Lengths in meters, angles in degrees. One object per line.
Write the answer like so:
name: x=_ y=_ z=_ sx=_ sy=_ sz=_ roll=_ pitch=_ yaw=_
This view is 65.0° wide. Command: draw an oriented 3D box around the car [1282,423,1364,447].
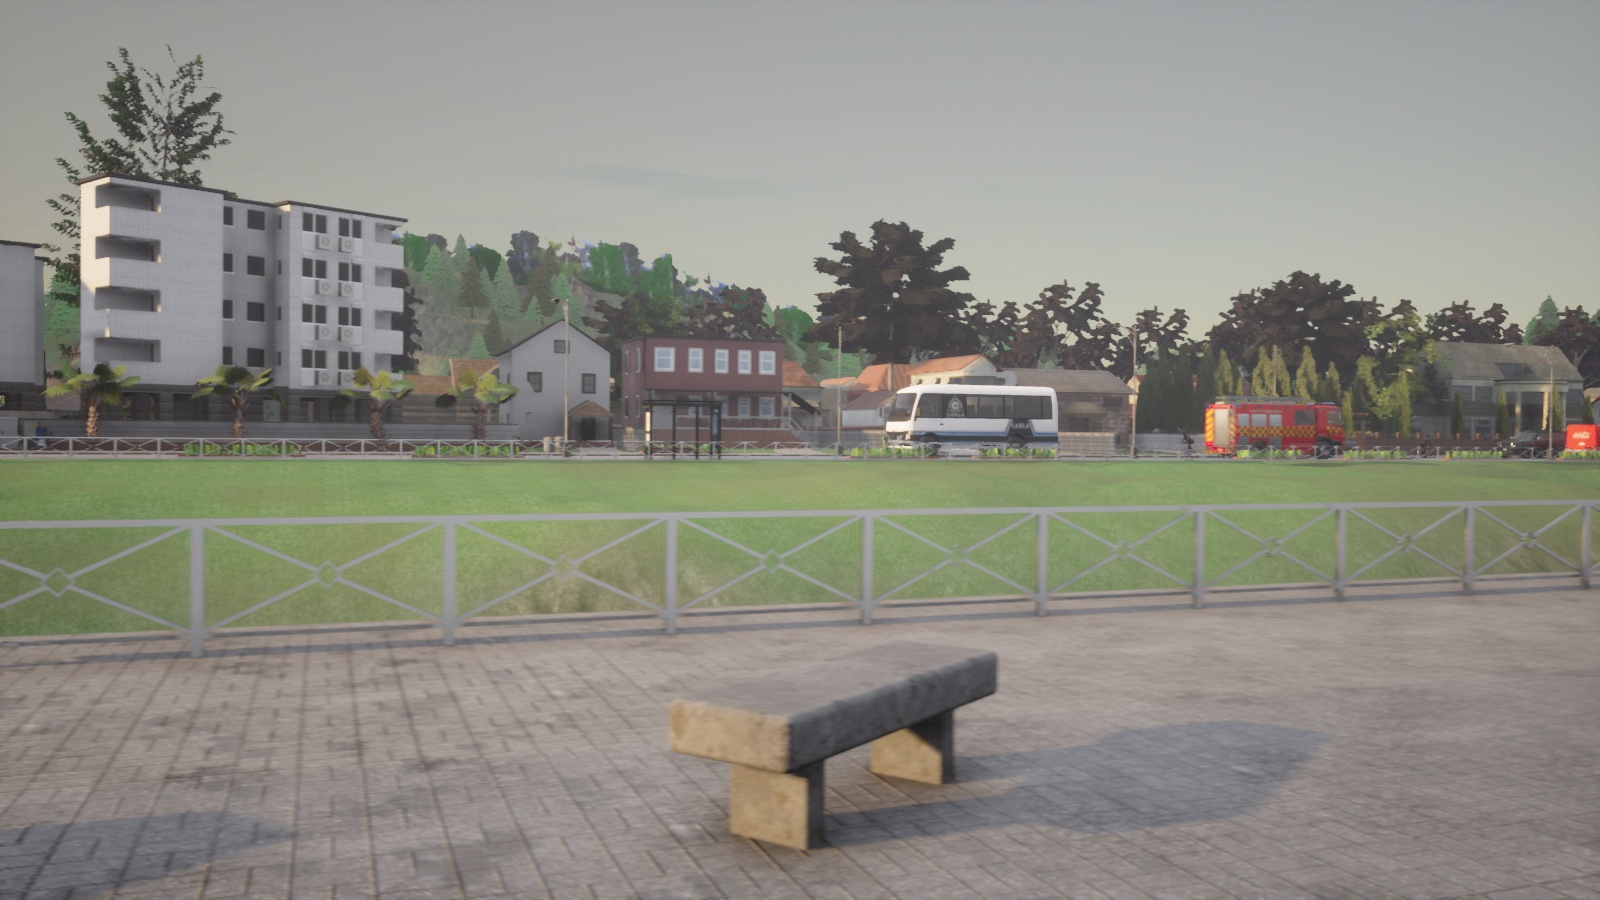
car: x=34.526 y=-0.968 z=82.874 sx=4.902 sy=1.511 sz=2.128 roll=-1 pitch=1 yaw=-21

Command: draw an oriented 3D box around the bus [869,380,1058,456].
bus: x=9.533 y=-1.876 z=73.376 sx=10.273 sy=4.253 sz=3.944 roll=-1 pitch=1 yaw=-21

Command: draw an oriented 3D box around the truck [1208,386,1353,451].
truck: x=29.302 y=-1.930 z=76.600 sx=8.468 sy=3.827 sz=2.891 roll=-1 pitch=1 yaw=-21
